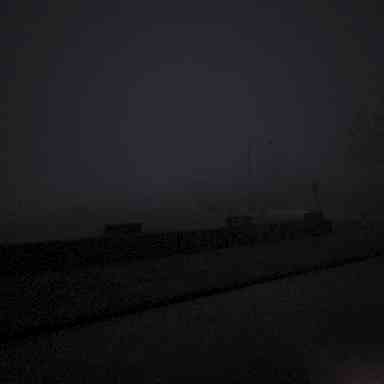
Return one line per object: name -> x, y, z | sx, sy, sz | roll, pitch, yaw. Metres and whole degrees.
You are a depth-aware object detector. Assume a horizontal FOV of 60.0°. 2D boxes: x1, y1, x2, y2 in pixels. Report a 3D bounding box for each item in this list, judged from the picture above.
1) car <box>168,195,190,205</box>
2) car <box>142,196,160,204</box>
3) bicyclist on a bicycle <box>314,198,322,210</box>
car -> -2.258, 1.352, 57.328 | 2.097, 1.767, 4.553 | 0, 0, -35
car -> -8.129, 1.478, 65.481 | 1.882, 1.535, 5.008 | 0, 0, -35
bicyclist on a bicycle -> 15.231, 1.349, 40.125 | 1.656, 1.620, 0.582 | 0, 0, -35
